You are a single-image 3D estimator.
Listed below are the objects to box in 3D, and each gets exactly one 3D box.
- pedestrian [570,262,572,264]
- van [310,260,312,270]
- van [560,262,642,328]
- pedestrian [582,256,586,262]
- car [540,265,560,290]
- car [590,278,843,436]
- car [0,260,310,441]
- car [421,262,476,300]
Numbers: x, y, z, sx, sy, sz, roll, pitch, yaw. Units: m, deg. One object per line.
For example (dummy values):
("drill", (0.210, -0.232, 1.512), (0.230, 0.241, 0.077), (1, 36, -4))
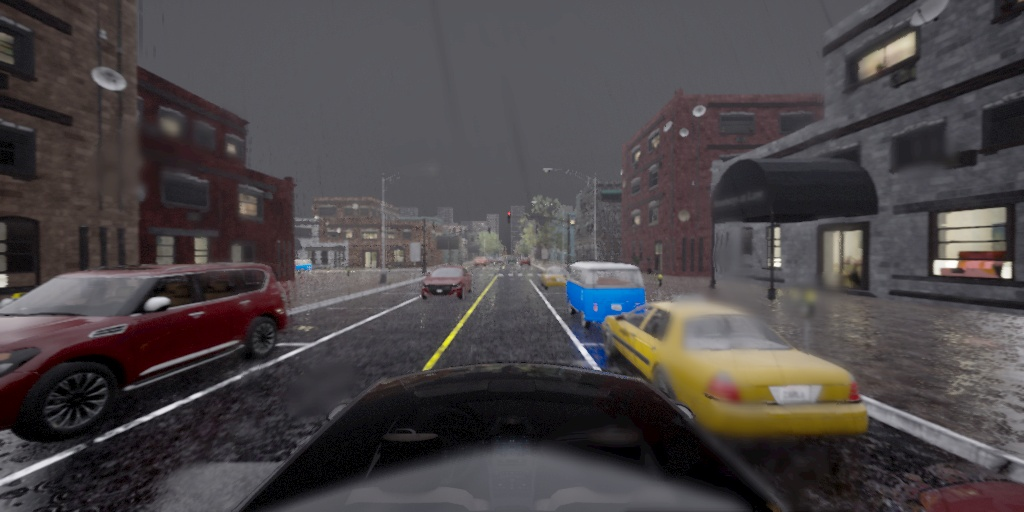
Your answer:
("pedestrian", (6.125, 1.156, 36.864), (0.375, 1.300, 0.375), (-1, 1, 0))
("van", (-30.309, 1.441, 50.451), (3.998, 1.789, 1.690), (0, 0, -1))
("van", (2.691, 1.087, 11.085), (1.690, 1.789, 3.998), (0, 0, 0))
("pedestrian", (7.126, 0.870, 35.661), (0.375, 1.860, 0.375), (-1, 1, 0))
("car", (2.688, 1.266, 22.352), (1.751, 1.417, 4.829), (0, 0, 0))
("car", (2.693, 1.274, 5.707), (1.751, 1.417, 4.829), (0, 0, 0))
("car", (-5.689, 1.063, 5.533), (2.192, 1.841, 5.009), (0, 0, 0))
("car", (-3.100, 1.221, 17.831), (1.882, 1.535, 5.008), (0, 0, 0))
